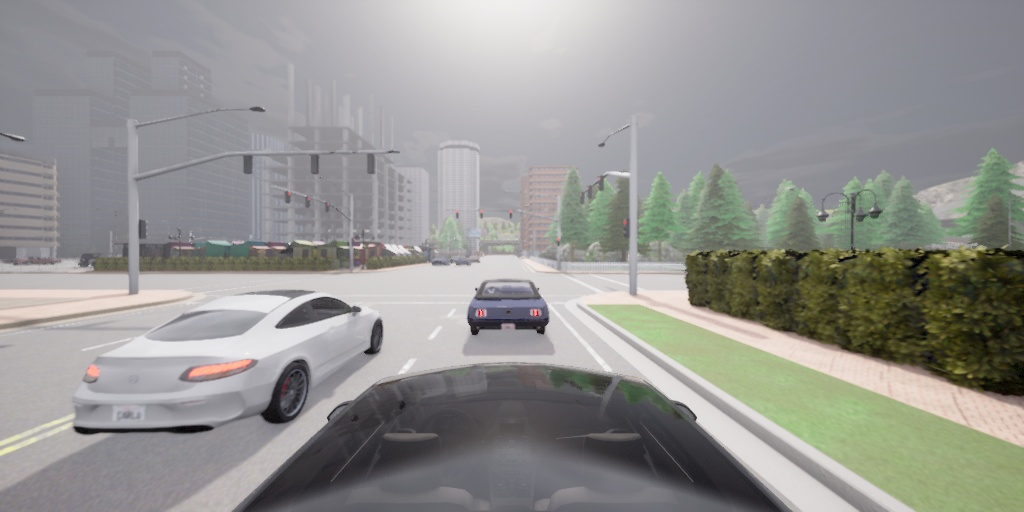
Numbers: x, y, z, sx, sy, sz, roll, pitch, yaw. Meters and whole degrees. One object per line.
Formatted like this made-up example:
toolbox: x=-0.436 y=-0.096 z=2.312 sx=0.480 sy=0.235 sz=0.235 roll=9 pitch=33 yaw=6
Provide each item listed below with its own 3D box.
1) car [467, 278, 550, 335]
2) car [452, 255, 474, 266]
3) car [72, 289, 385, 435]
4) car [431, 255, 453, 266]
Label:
car: x=-0.129 y=1.271 z=10.186 sx=1.895 sy=1.301 sz=4.718 roll=0 pitch=1 yaw=-1
car: x=-7.264 y=0.867 z=53.639 sx=1.895 sy=1.301 sz=4.718 roll=0 pitch=1 yaw=0
car: x=-3.525 y=1.242 z=5.564 sx=1.812 sy=1.442 sz=4.674 roll=0 pitch=1 yaw=-1
car: x=-10.762 y=0.615 z=54.168 sx=2.097 sy=1.767 sz=4.553 roll=0 pitch=1 yaw=0
